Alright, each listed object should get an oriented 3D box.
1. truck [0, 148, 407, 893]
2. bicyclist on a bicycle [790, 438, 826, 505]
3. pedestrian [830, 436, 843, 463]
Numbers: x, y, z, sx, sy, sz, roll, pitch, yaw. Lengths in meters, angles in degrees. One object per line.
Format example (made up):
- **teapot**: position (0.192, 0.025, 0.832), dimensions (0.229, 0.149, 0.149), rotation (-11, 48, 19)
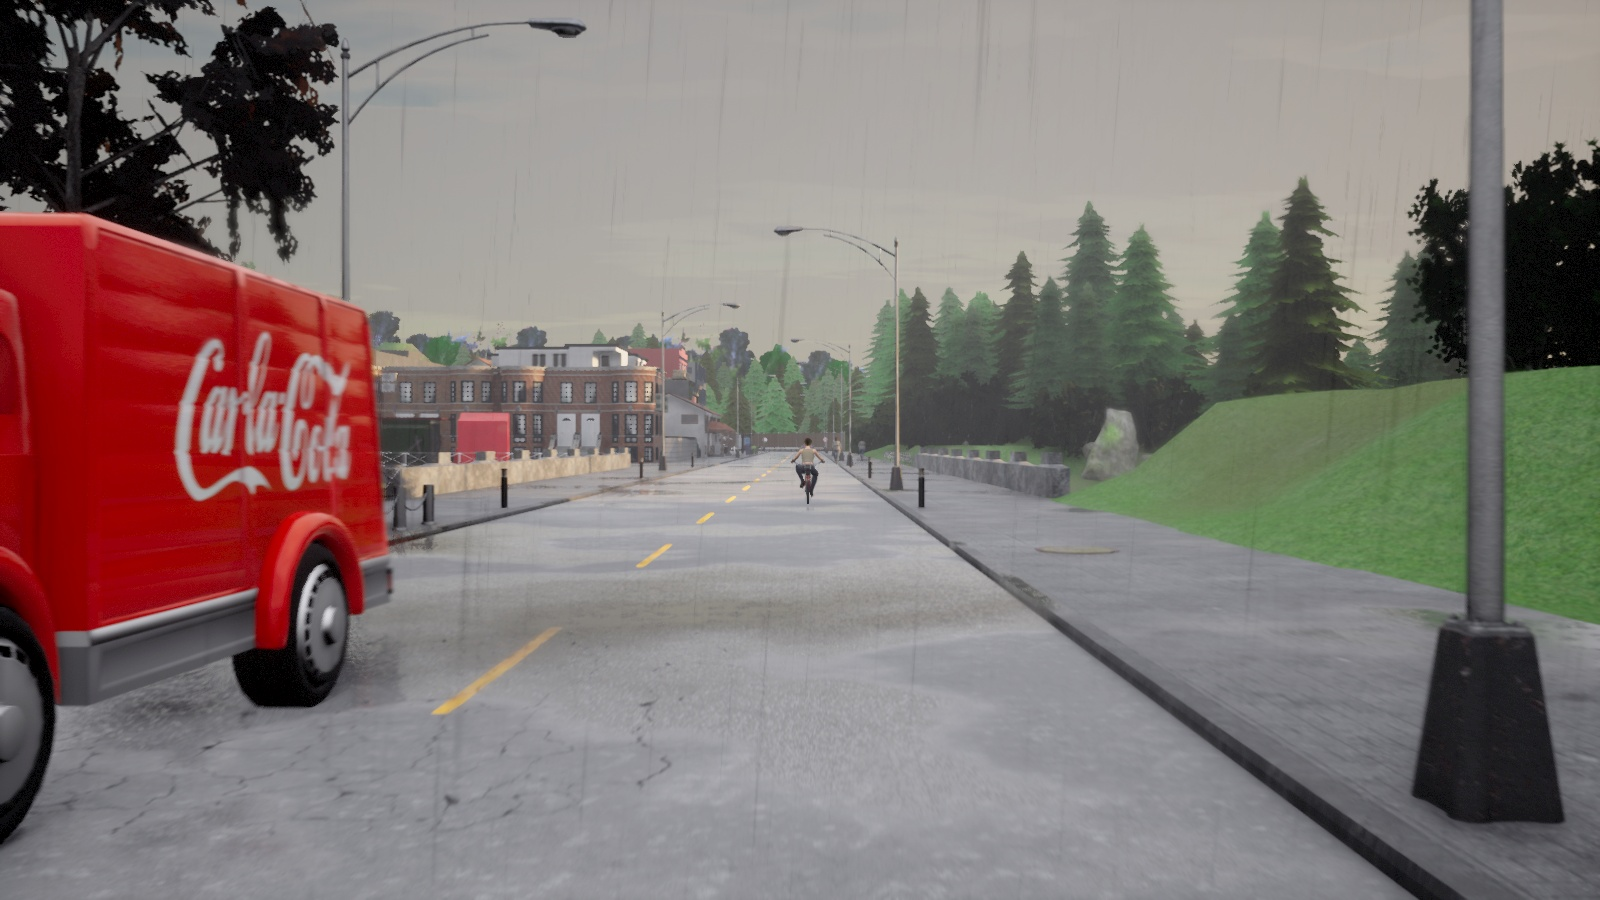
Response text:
- **truck**: position (-3.951, 0.224, 5.776), dimensions (2.627, 2.467, 5.204), rotation (0, 0, 0)
- **bicyclist on a bicycle**: position (0.192, 0.508, 31.058), dimensions (0.866, 1.612, 1.509), rotation (0, 0, 0)
- **pedestrian**: position (2.491, -0.026, 85.837), dimensions (0.874, 1.855, 0.900), rotation (0, 0, 4)
